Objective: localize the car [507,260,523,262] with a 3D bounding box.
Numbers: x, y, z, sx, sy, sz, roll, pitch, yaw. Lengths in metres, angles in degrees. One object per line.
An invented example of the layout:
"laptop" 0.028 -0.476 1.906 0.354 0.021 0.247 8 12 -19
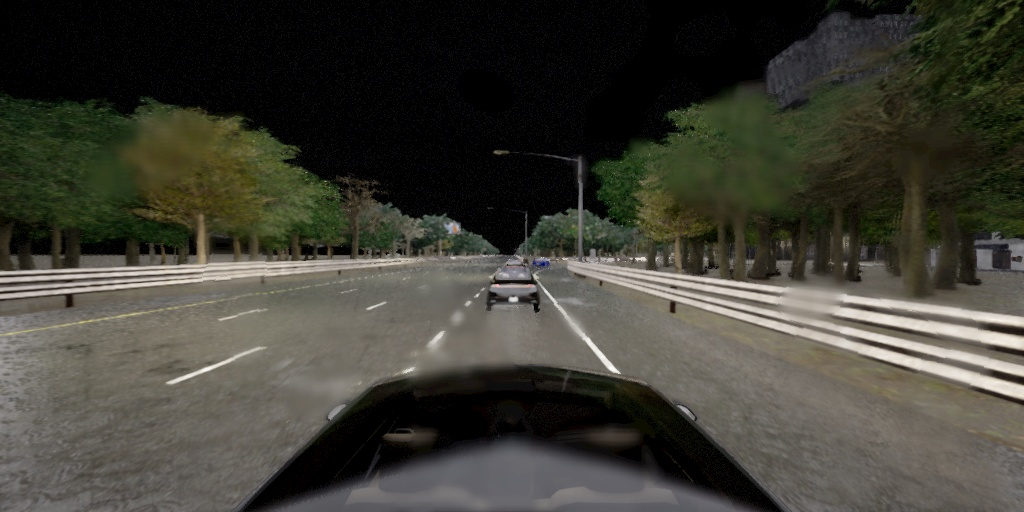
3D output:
"car" 0.322 1.093 31.967 2.128 1.511 4.902 0 0 3

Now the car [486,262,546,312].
"car" 0.057 1.182 13.969 2.128 1.511 4.902 0 0 0

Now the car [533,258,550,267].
"car" 4.535 0.991 54.504 1.882 1.535 5.008 0 0 18
